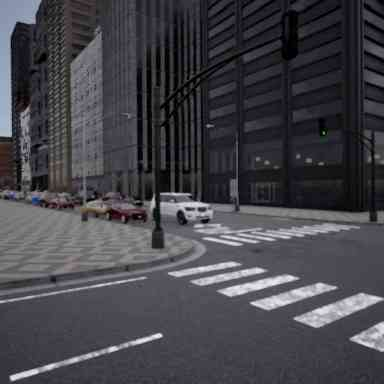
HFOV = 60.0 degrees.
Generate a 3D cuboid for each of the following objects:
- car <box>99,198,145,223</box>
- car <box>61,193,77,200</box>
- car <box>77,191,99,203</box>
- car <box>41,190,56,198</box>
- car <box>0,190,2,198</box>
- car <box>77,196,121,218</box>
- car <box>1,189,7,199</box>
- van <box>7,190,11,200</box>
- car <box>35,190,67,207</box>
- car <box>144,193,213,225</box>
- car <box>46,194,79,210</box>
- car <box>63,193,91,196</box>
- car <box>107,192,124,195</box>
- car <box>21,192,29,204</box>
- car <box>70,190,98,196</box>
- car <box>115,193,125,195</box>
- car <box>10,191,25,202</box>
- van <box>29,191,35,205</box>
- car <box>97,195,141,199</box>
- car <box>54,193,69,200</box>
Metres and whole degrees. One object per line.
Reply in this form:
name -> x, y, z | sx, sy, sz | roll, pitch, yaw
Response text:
car -> -4.820, 1.409, 24.132 | 1.887, 1.381, 4.507 | 0, 1, -36
car -> -24.322, 0.935, 65.567 | 1.802, 1.307, 4.206 | 0, 1, -36
car -> -17.720, 0.781, 56.456 | 2.192, 1.841, 5.009 | 0, 1, -36
car -> -34.223, 0.496, 79.226 | 2.192, 1.841, 5.009 | 0, 1, -36
car -> -41.129, 0.833, 74.229 | 2.008, 1.369, 4.403 | 0, 1, -36
car -> -8.022, 1.346, 28.549 | 1.752, 1.417, 4.829 | 0, 1, -36
car -> -37.828, 0.655, 69.673 | 2.192, 1.841, 5.009 | 0, 1, -36
van -> -34.527, 0.739, 65.119 | 1.690, 1.788, 3.998 | 0, 1, -36
car -> -18.023, 0.988, 42.348 | 2.192, 1.841, 5.009 | 0, 1, -36
car -> -0.911, 1.077, 23.417 | 2.150, 2.045, 5.566 | -1, 1, -36
car -> -14.723, 1.268, 37.795 | 1.887, 1.381, 4.507 | 0, 1, -36
car -> -15.166, 1.212, 43.135 | 1.994, 1.385, 4.181 | -1, 1, -36
car -> -11.119, 0.886, 47.348 | 2.192, 1.841, 5.009 | 0, 1, -36
car -> -24.626, 1.118, 51.458 | 2.008, 1.369, 4.403 | 0, 1, -36
car -> -15.548, 0.788, 48.966 | 2.150, 2.045, 5.566 | -1, 1, -38
car -> -7.819, 1.188, 42.796 | 1.947, 1.339, 4.313 | 0, 1, -36
car -> -31.227, 0.895, 60.566 | 1.967, 1.590, 4.097 | 0, 1, -36
van -> -21.324, 0.962, 46.903 | 1.690, 1.788, 3.998 | 0, 1, -36
car -> -7.244, 1.315, 32.172 | 2.033, 1.411, 5.357 | -1, 1, -35
car -> -27.623, 0.841, 70.120 | 1.887, 1.381, 4.507 | 0, 1, -36
